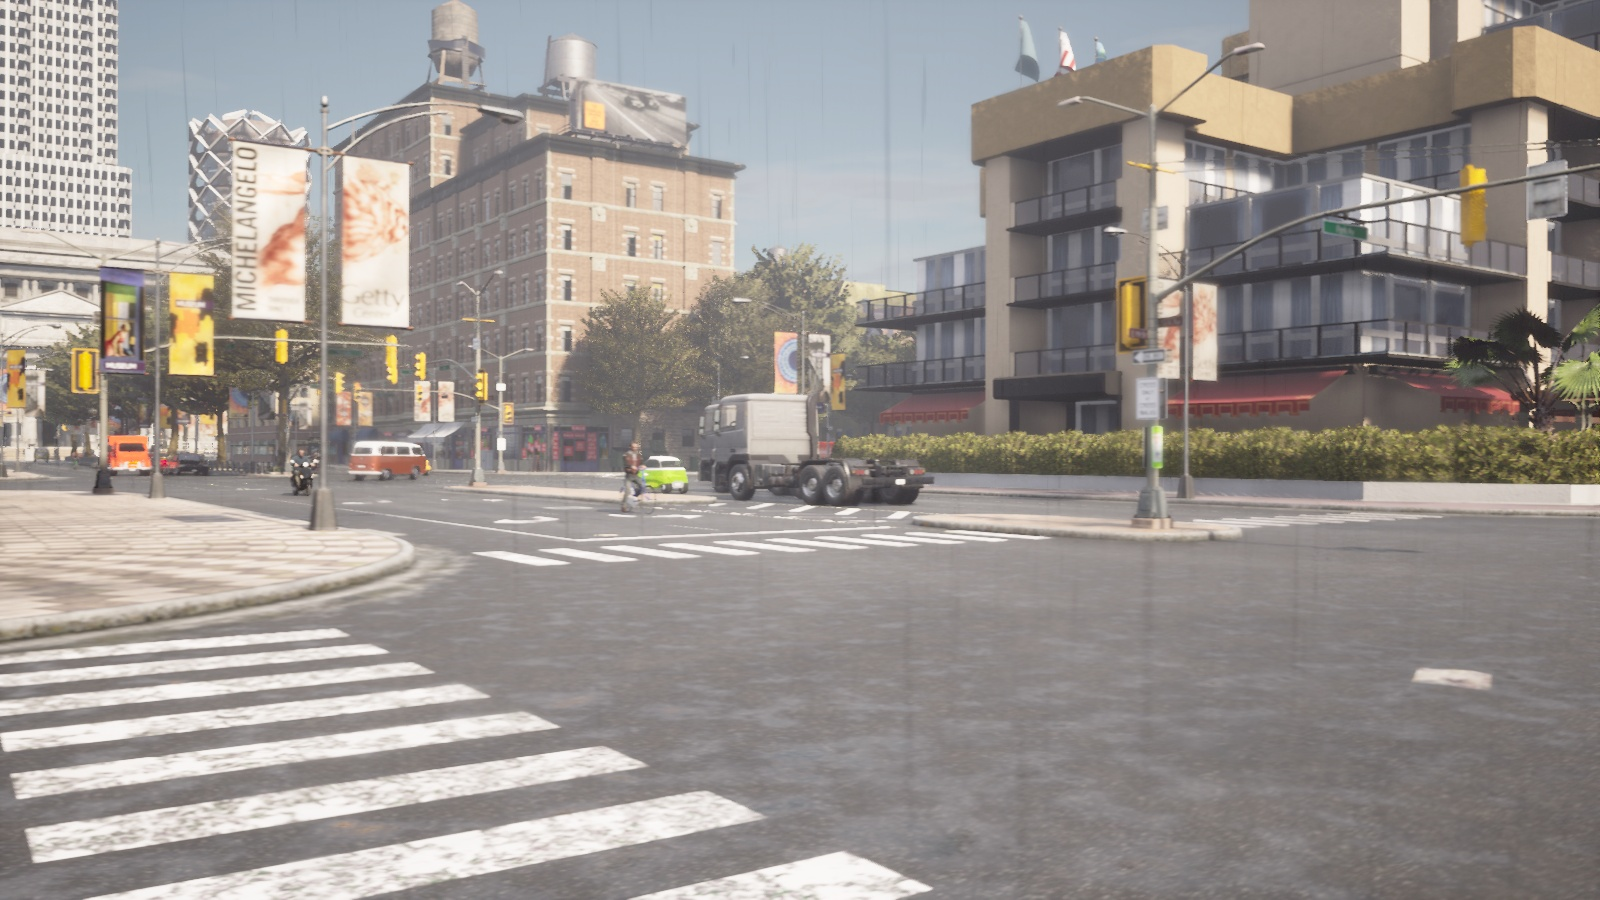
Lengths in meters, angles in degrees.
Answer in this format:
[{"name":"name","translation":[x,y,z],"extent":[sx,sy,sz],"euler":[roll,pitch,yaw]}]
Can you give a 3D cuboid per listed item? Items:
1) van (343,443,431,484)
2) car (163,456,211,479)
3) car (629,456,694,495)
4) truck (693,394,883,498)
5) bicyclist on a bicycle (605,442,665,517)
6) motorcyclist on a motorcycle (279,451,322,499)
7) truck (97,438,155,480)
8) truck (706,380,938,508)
[{"name":"van","translation":[-21.456,0.673,65.421],"extent":[2.069,2.038,4.480],"euler":[0,0,19]},{"name":"car","translation":[-39.464,1.074,80.752],"extent":[2.033,1.411,5.357],"euler":[0,0,-35]},{"name":"car","translation":[-5.058,0.923,45.869],"extent":[1.481,1.376,2.207],"euler":[0,0,-35]},{"name":"truck","translation":[-0.629,-0.124,45.671],"extent":[2.891,3.462,7.936],"euler":[0,0,-35]},{"name":"bicyclist on a bicycle","translation":[-4.020,0.699,30.568],"extent":[0.659,1.776,1.843],"euler":[0,0,-35]},{"name":"motorcyclist on a motorcycle","translation":[-16.912,0.838,42.497],"extent":[0.866,1.590,1.817],"euler":[-1,0,-39]},{"name":"truck","translation":[-41.832,0.538,77.918],"extent":[2.627,2.467,5.204],"euler":[0,0,-35]},{"name":"truck","translation":[0.439,-0.145,38.111],"extent":[2.891,3.462,7.936],"euler":[0,0,-35]}]
